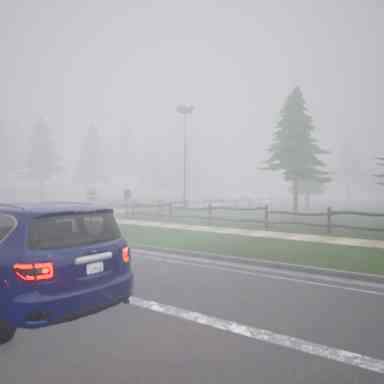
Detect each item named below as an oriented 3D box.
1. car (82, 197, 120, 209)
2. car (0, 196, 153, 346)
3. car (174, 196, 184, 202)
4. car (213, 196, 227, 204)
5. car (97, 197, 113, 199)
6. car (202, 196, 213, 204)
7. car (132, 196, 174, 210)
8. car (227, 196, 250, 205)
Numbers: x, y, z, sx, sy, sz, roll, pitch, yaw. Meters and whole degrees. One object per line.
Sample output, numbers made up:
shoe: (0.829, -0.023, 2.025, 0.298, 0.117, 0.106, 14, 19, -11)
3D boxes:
car: (-12.755, 1.451, 46.671, 2.128, 1.511, 4.902, 0, 0, 35)
car: (-3.597, 1.214, 6.501, 5.566, 2.045, 2.150, 0, 0, 36)
car: (-3.034, 1.452, 60.526, 2.128, 1.511, 4.902, 0, 0, 35)
car: (6.273, 1.532, 61.572, 1.994, 1.385, 4.181, 0, 0, 35)
car: (-10.061, 1.511, 44.420, 2.033, 1.411, 5.357, 0, 0, 35)
car: (3.797, 1.455, 64.119, 2.128, 1.511, 4.902, 0, 0, 35)
car: (-4.734, 1.448, 39.825, 1.882, 1.535, 5.008, 0, 0, 35)
car: (8.656, 1.477, 58.884, 1.837, 1.490, 4.892, 0, 0, 35)
